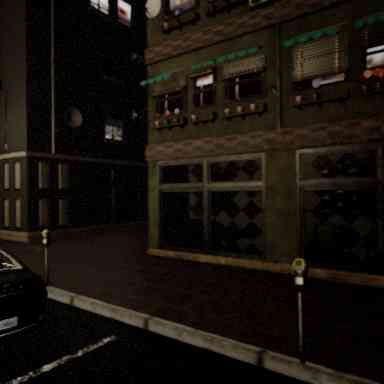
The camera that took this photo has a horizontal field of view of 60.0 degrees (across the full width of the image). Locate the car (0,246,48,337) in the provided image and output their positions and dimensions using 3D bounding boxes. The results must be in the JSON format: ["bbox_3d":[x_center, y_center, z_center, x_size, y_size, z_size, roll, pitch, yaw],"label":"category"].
[{"bbox_3d":[-4.267,1.549,5.776,4.403,1.369,2.008,0,-1,36],"label":"car"}]
